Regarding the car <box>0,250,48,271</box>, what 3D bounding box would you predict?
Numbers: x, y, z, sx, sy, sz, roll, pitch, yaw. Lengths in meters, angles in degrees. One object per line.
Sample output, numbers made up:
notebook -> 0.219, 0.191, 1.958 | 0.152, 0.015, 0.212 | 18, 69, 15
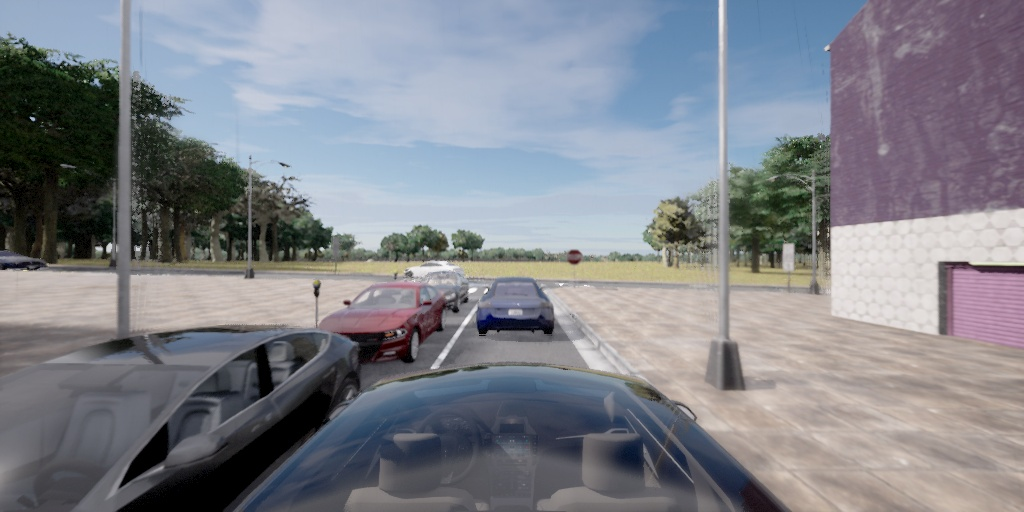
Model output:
car -> -34.971, 0.303, 24.169 | 5.357, 1.411, 2.033 | 2, 0, 0

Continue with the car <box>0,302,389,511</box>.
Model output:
car -> -2.637, 1.313, 2.613 | 1.948, 1.339, 4.313 | 0, 0, 0

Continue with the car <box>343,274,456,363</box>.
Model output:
car -> -2.638, 1.275, 8.153 | 1.888, 1.381, 4.507 | 0, 0, 0

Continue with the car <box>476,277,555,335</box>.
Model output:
car -> 0.088, 1.288, 10.453 | 1.994, 1.385, 4.181 | 0, 0, 0

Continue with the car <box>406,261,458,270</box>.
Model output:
car -> -5.705, 1.085, 26.261 | 4.674, 1.442, 1.812 | 1, -2, 24

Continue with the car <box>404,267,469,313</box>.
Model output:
car -> -2.639, 1.264, 13.695 | 2.007, 1.370, 4.403 | 0, 0, 0
